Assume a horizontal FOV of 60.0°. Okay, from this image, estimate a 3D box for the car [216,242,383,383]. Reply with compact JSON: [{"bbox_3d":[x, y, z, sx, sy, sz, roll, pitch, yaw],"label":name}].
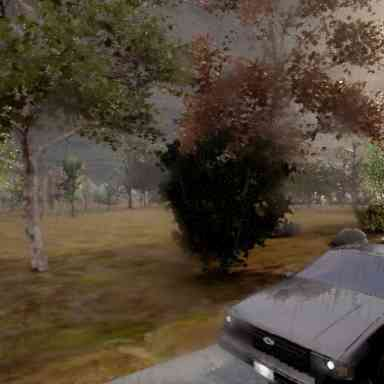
[{"bbox_3d":[2.934,1.558,5.172,5.357,1.411,2.033,0,0,-36],"label":"car"}]
